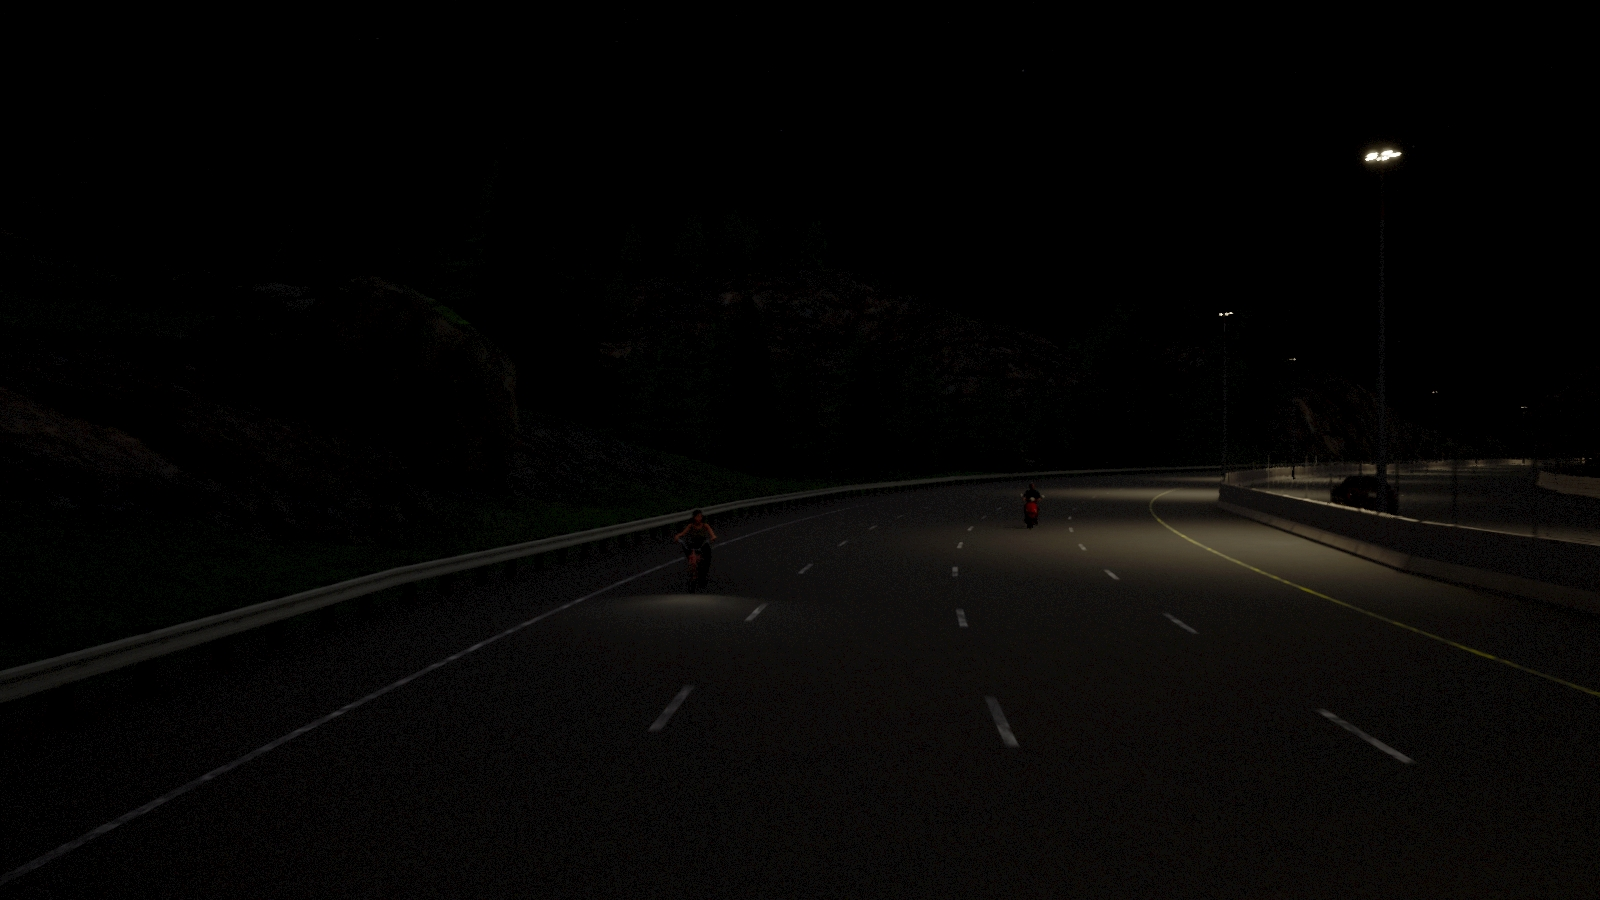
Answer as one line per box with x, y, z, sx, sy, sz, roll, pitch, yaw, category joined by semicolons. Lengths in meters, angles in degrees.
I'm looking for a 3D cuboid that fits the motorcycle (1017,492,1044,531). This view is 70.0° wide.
8.276;2.192;40.968;0.856;1.236;1.805;2;0;12;motorcycle

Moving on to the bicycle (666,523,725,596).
-2.059;2.146;22.684;0.859;1.295;1.487;0;0;7;bicycle
